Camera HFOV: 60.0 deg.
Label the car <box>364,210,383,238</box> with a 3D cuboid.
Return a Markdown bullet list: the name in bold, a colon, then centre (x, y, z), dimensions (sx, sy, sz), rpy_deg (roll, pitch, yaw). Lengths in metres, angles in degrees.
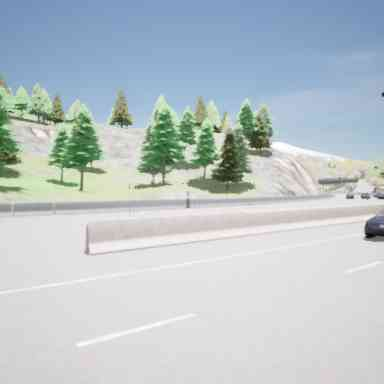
- **car**: centre (9.963, 1.470, 15.844), dimensions (4.181, 1.385, 1.994), rpy_deg (0, 0, -39)
